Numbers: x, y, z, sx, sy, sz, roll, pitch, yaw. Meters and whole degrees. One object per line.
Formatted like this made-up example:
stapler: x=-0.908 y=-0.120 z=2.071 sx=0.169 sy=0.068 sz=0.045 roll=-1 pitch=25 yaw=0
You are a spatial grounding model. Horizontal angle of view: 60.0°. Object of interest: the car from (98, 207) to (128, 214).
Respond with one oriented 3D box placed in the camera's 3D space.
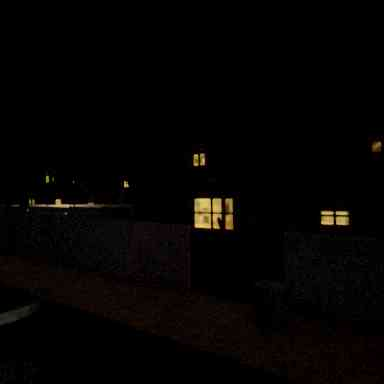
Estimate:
car: x=-7.000 y=2.116 z=31.077 sx=1.994 sy=1.385 sz=4.181 roll=-1 pitch=-2 yaw=35
